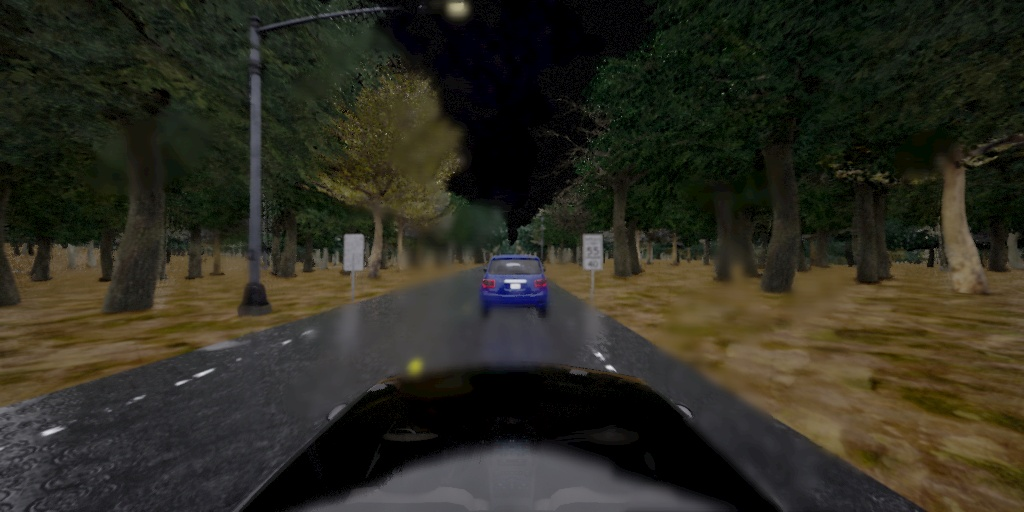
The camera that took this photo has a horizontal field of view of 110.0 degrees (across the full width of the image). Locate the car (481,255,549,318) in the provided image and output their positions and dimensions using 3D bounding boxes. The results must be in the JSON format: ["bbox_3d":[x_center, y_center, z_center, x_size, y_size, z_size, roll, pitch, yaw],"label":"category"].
[{"bbox_3d":[0.103,0.991,13.213,2.150,2.045,5.566,0,0,0],"label":"car"}]
